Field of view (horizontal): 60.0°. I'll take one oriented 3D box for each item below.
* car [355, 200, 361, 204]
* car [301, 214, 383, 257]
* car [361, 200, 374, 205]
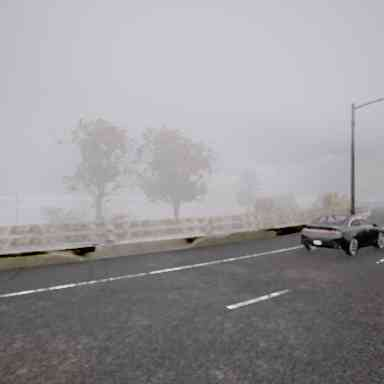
[{"bbox_3d":[40.265,2.404,84.886,2.097,1.767,4.553,0,-1,2],"label":"car"},{"bbox_3d":[6.407,1.685,13.894,4.902,1.511,2.128,1,-1,-43],"label":"car"},{"bbox_3d":[43.758,2.626,84.689,1.994,1.385,4.181,0,-1,2],"label":"car"}]
